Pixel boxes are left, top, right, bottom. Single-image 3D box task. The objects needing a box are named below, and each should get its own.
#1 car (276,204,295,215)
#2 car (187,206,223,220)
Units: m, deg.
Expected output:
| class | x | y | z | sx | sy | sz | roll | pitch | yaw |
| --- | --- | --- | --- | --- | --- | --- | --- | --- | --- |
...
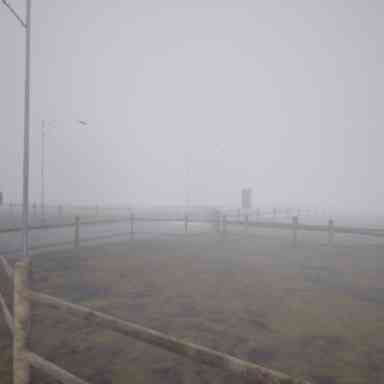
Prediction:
| class | x | y | z | sx | sy | sz | roll | pitch | yaw |
| --- | --- | --- | --- | --- | --- | --- | --- | --- | --- |
| car | 13.710 | 2.457 | 49.063 | 1.882 | 1.535 | 5.008 | 2 | -1 | 35 |
| car | 1.277 | 1.992 | 31.547 | 1.994 | 1.385 | 4.181 | 2 | 0 | 35 |
